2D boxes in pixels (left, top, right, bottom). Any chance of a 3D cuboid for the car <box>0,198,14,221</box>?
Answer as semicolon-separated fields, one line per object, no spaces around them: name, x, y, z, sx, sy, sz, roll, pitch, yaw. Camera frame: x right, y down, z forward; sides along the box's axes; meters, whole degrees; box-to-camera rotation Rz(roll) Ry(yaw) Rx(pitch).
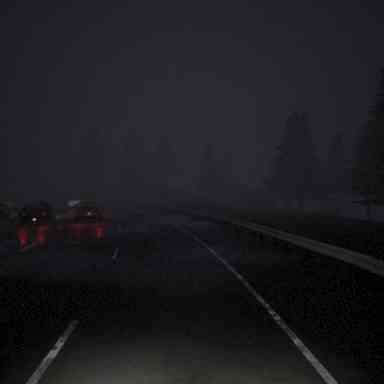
car;-15.244;1.367;25.342;1.882;1.535;5.008;0;0;-20

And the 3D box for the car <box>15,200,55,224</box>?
car;-11.059;1.494;24.006;1.895;1.301;4.718;0;0;-17

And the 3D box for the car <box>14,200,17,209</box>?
car;-21.089;1.359;38.021;1.812;1.442;4.674;0;0;-29

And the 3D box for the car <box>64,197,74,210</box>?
car;-14.305;1.348;40.189;1.812;1.442;4.674;0;0;-28

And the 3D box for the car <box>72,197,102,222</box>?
car;-8.006;1.362;25.726;1.882;1.535;5.008;0;0;-18

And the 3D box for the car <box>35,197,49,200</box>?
car;-17.428;1.355;38.634;1.812;1.442;4.674;0;0;-28
